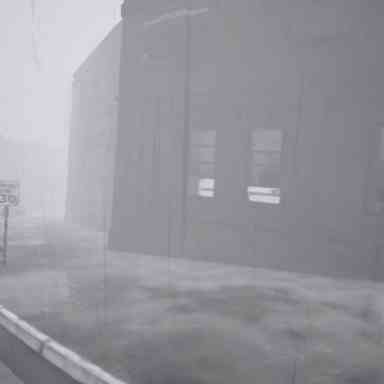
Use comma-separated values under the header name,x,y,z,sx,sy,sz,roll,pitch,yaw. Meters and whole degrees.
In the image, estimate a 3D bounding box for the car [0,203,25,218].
name,x,y,z,sx,sy,sz,roll,pitch,yaw
car,-19.745,2.029,36.057,1.994,1.385,4.181,4,-2,-4
